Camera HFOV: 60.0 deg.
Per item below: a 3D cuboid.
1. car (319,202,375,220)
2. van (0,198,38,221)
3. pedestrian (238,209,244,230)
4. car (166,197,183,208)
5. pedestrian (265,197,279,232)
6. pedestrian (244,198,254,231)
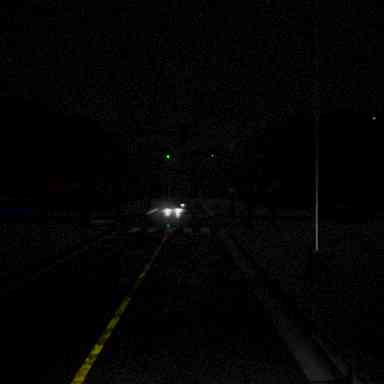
[{"bbox_3d":[12.359,1.533,26.913,4.403,1.369,2.008,0,0,0],"label":"car"},{"bbox_3d":[-14.644,1.390,26.884,3.998,1.788,1.690,0,0,0],"label":"van"},{"bbox_3d":[2.823,1.150,18.480,0.375,1.860,0.375,0,0,0],"label":"pedestrian"},{"bbox_3d":[-2.661,1.657,47.665,1.895,1.301,4.718,0,0,0],"label":"car"},{"bbox_3d":[4.169,1.148,17.275,0.375,1.860,0.375,0,0,0],"label":"pedestrian"},{"bbox_3d":[3.131,1.149,17.879,0.375,1.860,0.375,0,0,0],"label":"pedestrian"}]
